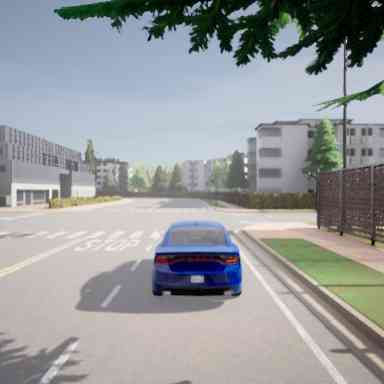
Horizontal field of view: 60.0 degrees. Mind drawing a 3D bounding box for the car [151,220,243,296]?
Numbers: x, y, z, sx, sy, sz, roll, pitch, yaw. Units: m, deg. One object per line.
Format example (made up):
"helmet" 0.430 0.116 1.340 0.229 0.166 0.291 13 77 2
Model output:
"car" 0.116 1.463 8.651 1.882 1.535 5.008 0 0 0
